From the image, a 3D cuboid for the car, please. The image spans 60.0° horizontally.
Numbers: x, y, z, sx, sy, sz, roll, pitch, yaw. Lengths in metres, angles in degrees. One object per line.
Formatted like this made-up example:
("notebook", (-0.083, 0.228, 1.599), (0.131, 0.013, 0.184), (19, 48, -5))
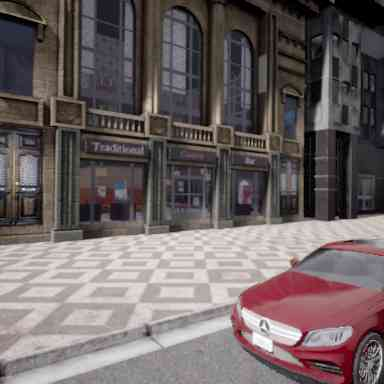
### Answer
("car", (2.738, 1.540, 5.330), (4.674, 1.442, 1.812), (0, 0, -35))
